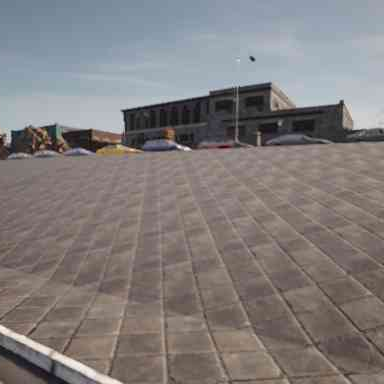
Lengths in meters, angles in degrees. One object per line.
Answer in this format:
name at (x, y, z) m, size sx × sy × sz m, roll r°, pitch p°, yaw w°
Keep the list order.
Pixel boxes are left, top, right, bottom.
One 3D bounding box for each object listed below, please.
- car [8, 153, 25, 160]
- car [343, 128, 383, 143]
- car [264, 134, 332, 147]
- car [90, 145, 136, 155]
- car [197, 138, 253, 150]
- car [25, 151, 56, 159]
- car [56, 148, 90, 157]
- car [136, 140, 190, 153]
car at (-20.946, -4.079, 41.205) m, size 4.892 × 1.521 × 2.231 m, roll 1°, pitch 1°, yaw 34°
car at (12.423, -3.354, 21.469) m, size 4.892 × 1.521 × 2.231 m, roll 1°, pitch 1°, yaw 27°
car at (7.591, -3.421, 23.927) m, size 4.674 × 1.452 × 2.002 m, roll 1°, pitch 1°, yaw 28°
car at (-7.020, -3.785, 32.149) m, size 5.008 × 1.535 × 2.097 m, roll 1°, pitch 1°, yaw 32°
car at (2.727, -3.538, 26.533) m, size 4.792 × 1.488 × 2.163 m, roll 1°, pitch 1°, yaw 29°
car at (-16.379, -3.995, 38.106) m, size 4.892 × 1.521 × 2.231 m, roll 1°, pitch 1°, yaw 34°
car at (-11.732, -3.853, 35.078) m, size 4.674 × 1.452 × 2.002 m, roll 1°, pitch 1°, yaw 33°
car at (-2.266, -3.804, 29.333) m, size 4.553 × 1.767 × 2.185 m, roll 1°, pitch 1°, yaw 31°
